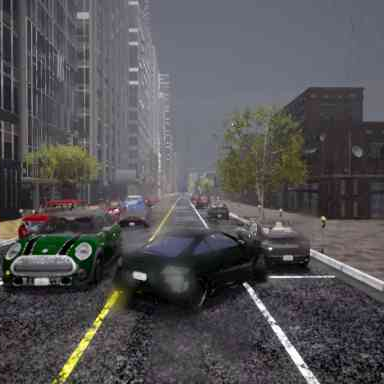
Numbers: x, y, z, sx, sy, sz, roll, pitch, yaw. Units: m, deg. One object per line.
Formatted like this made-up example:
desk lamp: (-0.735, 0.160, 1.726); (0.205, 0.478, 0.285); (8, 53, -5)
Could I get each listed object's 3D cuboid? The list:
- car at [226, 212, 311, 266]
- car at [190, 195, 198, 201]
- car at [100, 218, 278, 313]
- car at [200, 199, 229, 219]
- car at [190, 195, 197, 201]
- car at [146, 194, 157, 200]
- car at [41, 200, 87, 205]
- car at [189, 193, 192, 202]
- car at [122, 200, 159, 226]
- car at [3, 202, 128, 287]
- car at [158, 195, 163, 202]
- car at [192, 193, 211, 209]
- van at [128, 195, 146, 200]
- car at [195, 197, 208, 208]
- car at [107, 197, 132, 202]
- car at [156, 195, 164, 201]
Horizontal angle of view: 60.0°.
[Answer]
car: (2.543, 1.547, 11.192); (2.008, 1.369, 4.403); (-1, 0, -2)
car: (0.489, 1.536, 83.111); (1.947, 1.339, 4.313); (-1, 0, -2)
car: (0.210, 1.557, 7.884); (1.994, 1.385, 4.181); (0, -1, 37)
car: (2.001, 1.543, 27.051); (2.008, 1.369, 4.403); (-1, 0, -2)
car: (0.341, 1.550, 88.643); (1.802, 1.307, 4.206); (-1, 0, -2)
car: (-7.003, 1.298, 49.701); (2.192, 1.841, 5.009); (-1, 0, -2)
car: (-6.198, 1.310, 15.775); (2.192, 1.841, 5.009); (-1, 0, -2)
car: (0.781, 1.290, 72.046); (2.192, 1.841, 5.009); (-1, 0, -2)
car: (-3.665, 1.541, 22.682); (2.033, 1.411, 5.357); (0, 0, -1)
car: (-3.321, 1.348, 9.459); (2.097, 1.767, 4.553); (0, 0, -2)
car: (-7.444, 1.521, 66.300); (1.887, 1.381, 4.507); (-1, 0, -2)
car: (1.522, 1.300, 44.383); (2.192, 1.841, 5.009); (-1, 0, -2)
van: (-6.707, 1.329, 38.636); (1.690, 1.788, 3.998); (-1, 0, -2)
car: (1.373, 1.509, 50.086); (1.752, 1.417, 4.829); (-1, 0, -2)
car: (-6.402, 1.432, 26.843); (1.967, 1.590, 4.097); (-1, 0, -2)
car: (-7.885, 1.496, 82.729); (1.752, 1.417, 4.829); (-1, 0, -2)
